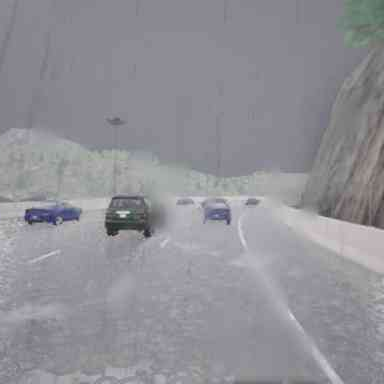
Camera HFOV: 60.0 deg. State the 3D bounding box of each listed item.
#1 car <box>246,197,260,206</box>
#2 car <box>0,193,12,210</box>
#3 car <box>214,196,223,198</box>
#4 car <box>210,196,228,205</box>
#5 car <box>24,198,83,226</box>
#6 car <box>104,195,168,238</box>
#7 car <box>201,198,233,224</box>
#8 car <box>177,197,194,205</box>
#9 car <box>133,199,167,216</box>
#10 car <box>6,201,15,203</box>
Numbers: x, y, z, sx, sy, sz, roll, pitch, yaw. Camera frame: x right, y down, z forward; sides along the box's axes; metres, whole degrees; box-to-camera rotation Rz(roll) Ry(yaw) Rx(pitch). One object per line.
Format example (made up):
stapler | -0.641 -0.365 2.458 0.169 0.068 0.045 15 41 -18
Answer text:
car | 10.948 1.682 59.495 1.837 1.490 4.892 0 0 21
car | -21.432 1.043 34.824 2.097 1.767 4.553 1 0 11
car | 2.818 1.654 47.892 1.895 1.301 4.718 1 0 18
car | 5.235 1.571 64.140 1.882 1.535 5.008 0 0 22
car | -9.017 1.350 22.165 1.882 1.535 5.008 1 0 7
car | -2.817 1.184 17.856 2.150 2.045 5.566 0 0 7
car | 2.051 1.514 25.570 1.882 1.535 5.008 1 0 8
car | -1.087 1.562 56.855 1.994 1.385 4.181 1 0 19
car | -3.993 1.475 32.390 1.812 1.442 4.674 1 0 11
car | -18.529 1.212 31.010 1.882 1.535 5.008 1 0 10
